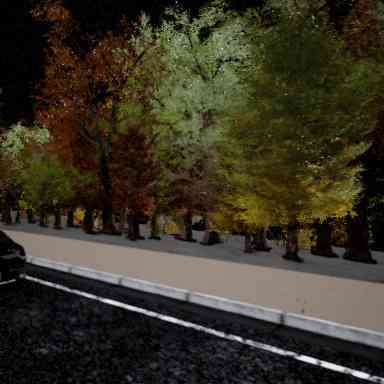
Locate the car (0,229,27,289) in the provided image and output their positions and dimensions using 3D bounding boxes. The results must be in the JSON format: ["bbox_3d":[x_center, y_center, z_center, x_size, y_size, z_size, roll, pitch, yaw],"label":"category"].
[{"bbox_3d":[-5.799,1.460,7.819,4.892,1.490,1.837,-2,-1,36],"label":"car"}]
